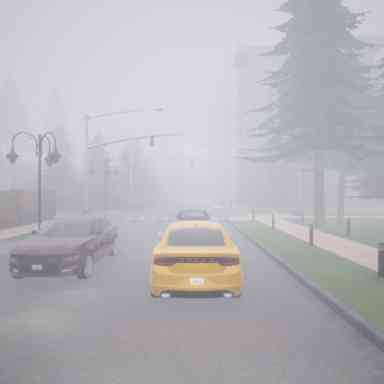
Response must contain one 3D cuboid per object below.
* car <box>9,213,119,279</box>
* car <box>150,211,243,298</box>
[{"bbox_3d":[-3.611,1.477,10.244,1.882,1.535,5.008,0,0,0],"label":"car"},{"bbox_3d":[0.084,1.478,8.553,1.882,1.535,5.008,0,0,0],"label":"car"}]
